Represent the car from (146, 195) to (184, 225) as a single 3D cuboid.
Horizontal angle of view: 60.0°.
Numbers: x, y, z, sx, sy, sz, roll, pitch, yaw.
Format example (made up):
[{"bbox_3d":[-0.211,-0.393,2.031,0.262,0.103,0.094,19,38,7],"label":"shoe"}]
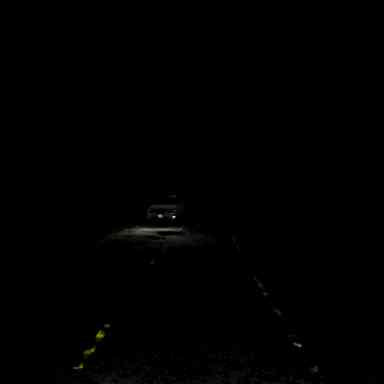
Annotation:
[{"bbox_3d":[-1.869,1.230,24.842,2.150,2.045,5.566,0,0,5],"label":"car"}]
